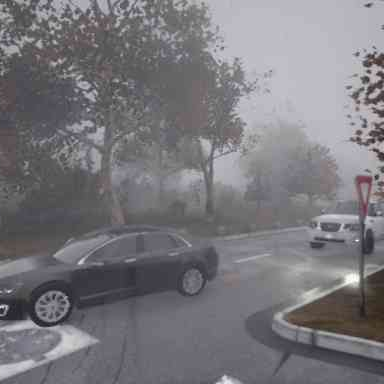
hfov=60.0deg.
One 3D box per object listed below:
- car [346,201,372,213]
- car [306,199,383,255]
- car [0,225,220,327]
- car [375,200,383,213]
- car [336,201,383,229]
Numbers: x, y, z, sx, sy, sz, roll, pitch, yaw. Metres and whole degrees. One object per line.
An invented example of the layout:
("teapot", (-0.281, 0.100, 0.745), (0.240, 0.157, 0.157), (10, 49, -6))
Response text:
("car", (22.499, 1.997, 45.049), (1.895, 1.301, 4.718), (0, 0, 11))
("car", (7.019, 1.309, 14.170), (5.566, 2.045, 2.150), (1, -1, -44))
("car", (-1.638, 1.533, 7.168), (4.892, 1.490, 1.837), (0, 0, -35))
("car", (25.178, 1.858, 42.436), (1.882, 1.535, 5.008), (0, 0, 14))
("car", (12.343, 1.601, 24.316), (2.097, 1.767, 4.553), (0, -1, 40))
